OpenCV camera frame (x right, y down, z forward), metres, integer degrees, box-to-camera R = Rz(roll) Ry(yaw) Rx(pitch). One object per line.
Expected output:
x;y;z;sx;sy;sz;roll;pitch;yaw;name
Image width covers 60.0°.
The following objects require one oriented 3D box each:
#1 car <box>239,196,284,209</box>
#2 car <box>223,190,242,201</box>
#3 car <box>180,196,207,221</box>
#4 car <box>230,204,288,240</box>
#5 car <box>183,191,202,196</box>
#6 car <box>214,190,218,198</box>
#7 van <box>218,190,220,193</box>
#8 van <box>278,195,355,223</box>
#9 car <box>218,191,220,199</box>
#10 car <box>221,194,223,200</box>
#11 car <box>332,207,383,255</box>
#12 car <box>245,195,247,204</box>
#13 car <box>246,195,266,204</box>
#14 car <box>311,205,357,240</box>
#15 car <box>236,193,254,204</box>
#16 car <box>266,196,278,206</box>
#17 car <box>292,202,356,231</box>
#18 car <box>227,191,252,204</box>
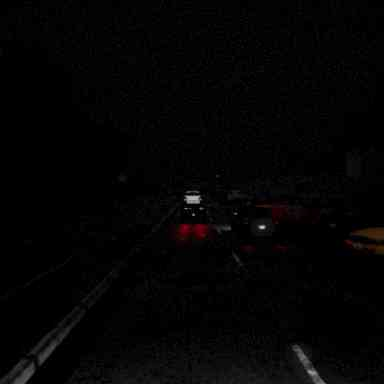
8.066;1.216;38.649;4.674;1.452;2.002;1;0;-20;car
8.100;0.802;50.587;5.566;2.045;2.435;1;0;-20;car
0.100;1.343;25.520;2.128;1.511;4.902;0;1;0;car
3.101;1.506;16.697;1.994;1.385;4.181;0;0;0;car
0.095;0.865;42.162;2.150;2.045;5.566;0;1;-1;car
7.899;0.922;68.402;5.366;1.575;1.946;1;1;-20;car
7.965;0.719;65.442;4.442;1.987;1.878;1;1;-20;van
7.965;1.173;20.695;4.442;1.987;1.878;1;1;-20;van
8.097;0.995;62.517;4.792;1.488;2.163;1;0;-20;car
8.065;1.007;56.539;4.892;1.521;2.231;1;0;-20;car
7.898;1.460;11.724;5.366;1.575;1.946;1;1;-20;car
8.097;1.281;32.696;4.792;1.488;2.163;1;1;-20;car
7.897;1.287;29.634;5.366;1.575;1.946;1;1;-20;car
8.097;1.479;14.793;4.792;1.488;2.163;1;0;-20;car
7.898;1.207;35.600;5.366;1.575;1.946;1;1;-20;car
8.043;1.240;23.723;4.553;1.767;2.185;1;0;-20;car
8.065;1.464;17.765;4.674;1.452;2.002;1;0;-20;car
8.081;1.082;47.588;4.892;1.521;2.231;1;1;-20;car
